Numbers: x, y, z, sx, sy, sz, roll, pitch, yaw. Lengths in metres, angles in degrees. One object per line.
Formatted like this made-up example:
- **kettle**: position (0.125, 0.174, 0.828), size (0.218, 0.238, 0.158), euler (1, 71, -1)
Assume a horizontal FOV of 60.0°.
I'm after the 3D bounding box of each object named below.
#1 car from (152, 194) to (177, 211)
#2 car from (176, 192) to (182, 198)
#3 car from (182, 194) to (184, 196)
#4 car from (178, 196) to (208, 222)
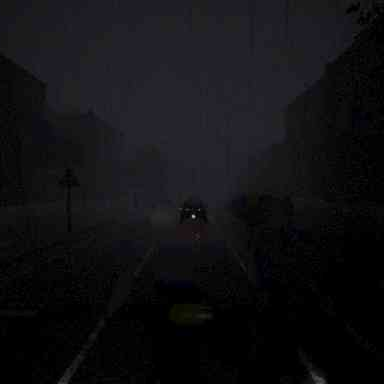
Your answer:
- **car**: position (-3.097, 1.195, 35.548), size (2.128, 1.511, 4.902), euler (0, 0, 0)
- **car**: position (-3.007, 0.859, 77.055), size (1.837, 1.490, 4.892), euler (0, 0, 0)
- **car**: position (0.096, 1.214, 41.572), size (2.033, 1.411, 5.357), euler (0, 0, 0)
- **car**: position (0.096, 1.296, 23.958), size (1.837, 1.490, 4.892), euler (0, 1, 0)
